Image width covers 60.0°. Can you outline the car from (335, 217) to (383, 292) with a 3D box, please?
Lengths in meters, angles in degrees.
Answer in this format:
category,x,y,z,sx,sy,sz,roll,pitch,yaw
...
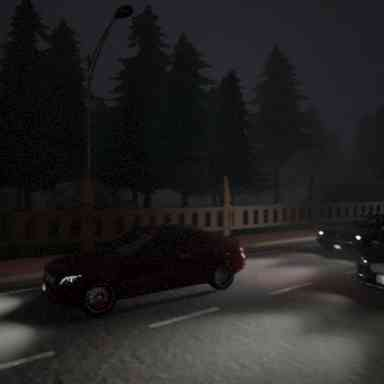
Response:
category,x,y,z,sx,sy,sz,roll,pitch,yaw
car,5.876,1.448,7.760,4.902,1.511,2.128,0,0,-31

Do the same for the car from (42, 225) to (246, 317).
category,x,y,z,sx,sy,sz,roll,pitch,yaw
car,-0.838,1.511,7.552,4.674,1.442,1.812,0,0,-33

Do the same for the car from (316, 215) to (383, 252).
category,x,y,z,sx,sy,sz,roll,pitch,yaw
car,6.864,1.541,12.389,4.718,1.301,1.895,0,0,-29
